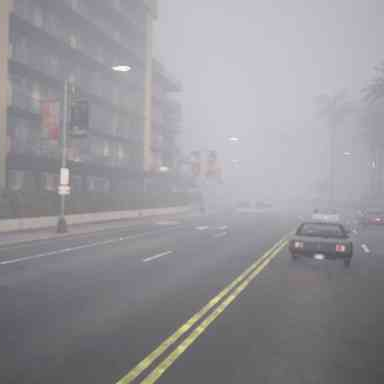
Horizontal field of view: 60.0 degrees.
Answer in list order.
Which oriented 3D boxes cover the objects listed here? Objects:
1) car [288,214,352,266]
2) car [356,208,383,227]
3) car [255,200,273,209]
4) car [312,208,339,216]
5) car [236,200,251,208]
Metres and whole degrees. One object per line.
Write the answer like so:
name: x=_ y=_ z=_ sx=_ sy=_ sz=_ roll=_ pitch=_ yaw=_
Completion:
car: x=4.819 y=1.742 z=12.344 sx=1.895 sy=1.301 sz=4.718 roll=1 pitch=0 yaw=23
car: x=13.956 y=1.949 z=25.620 sx=1.994 sy=1.385 sz=4.181 roll=1 pitch=0 yaw=20
car: x=11.714 y=1.950 z=54.506 sx=2.033 sy=1.411 sz=5.357 roll=1 pitch=0 yaw=-1
car: x=10.471 y=1.906 z=26.227 sx=1.895 sy=1.301 sz=4.718 roll=1 pitch=0 yaw=20
car: x=8.250 y=1.922 z=53.605 sx=1.895 sy=1.301 sz=4.718 roll=1 pitch=0 yaw=-1
